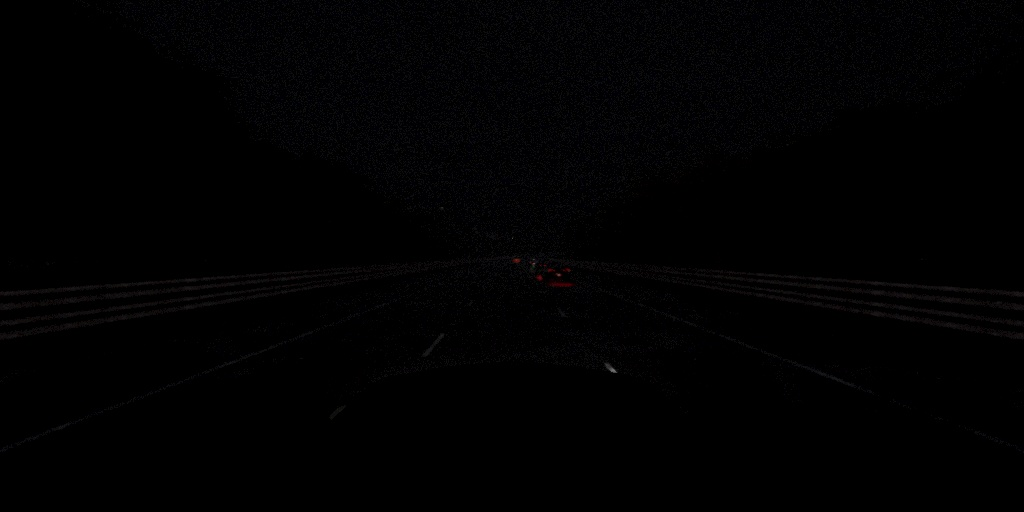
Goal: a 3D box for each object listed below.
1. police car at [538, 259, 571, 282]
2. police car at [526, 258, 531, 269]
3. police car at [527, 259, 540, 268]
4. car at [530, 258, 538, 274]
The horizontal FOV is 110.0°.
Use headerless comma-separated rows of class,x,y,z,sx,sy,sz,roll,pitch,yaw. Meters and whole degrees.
police car,3.500,1.253,29.040,2.038,1.542,4.974,0,0,0
police car,3.503,1.249,51.085,2.038,1.542,4.974,0,0,0
police car,3.642,1.253,61.921,2.038,1.542,4.974,0,0,1
car,3.500,1.238,40.046,2.128,1.511,4.902,0,0,0
